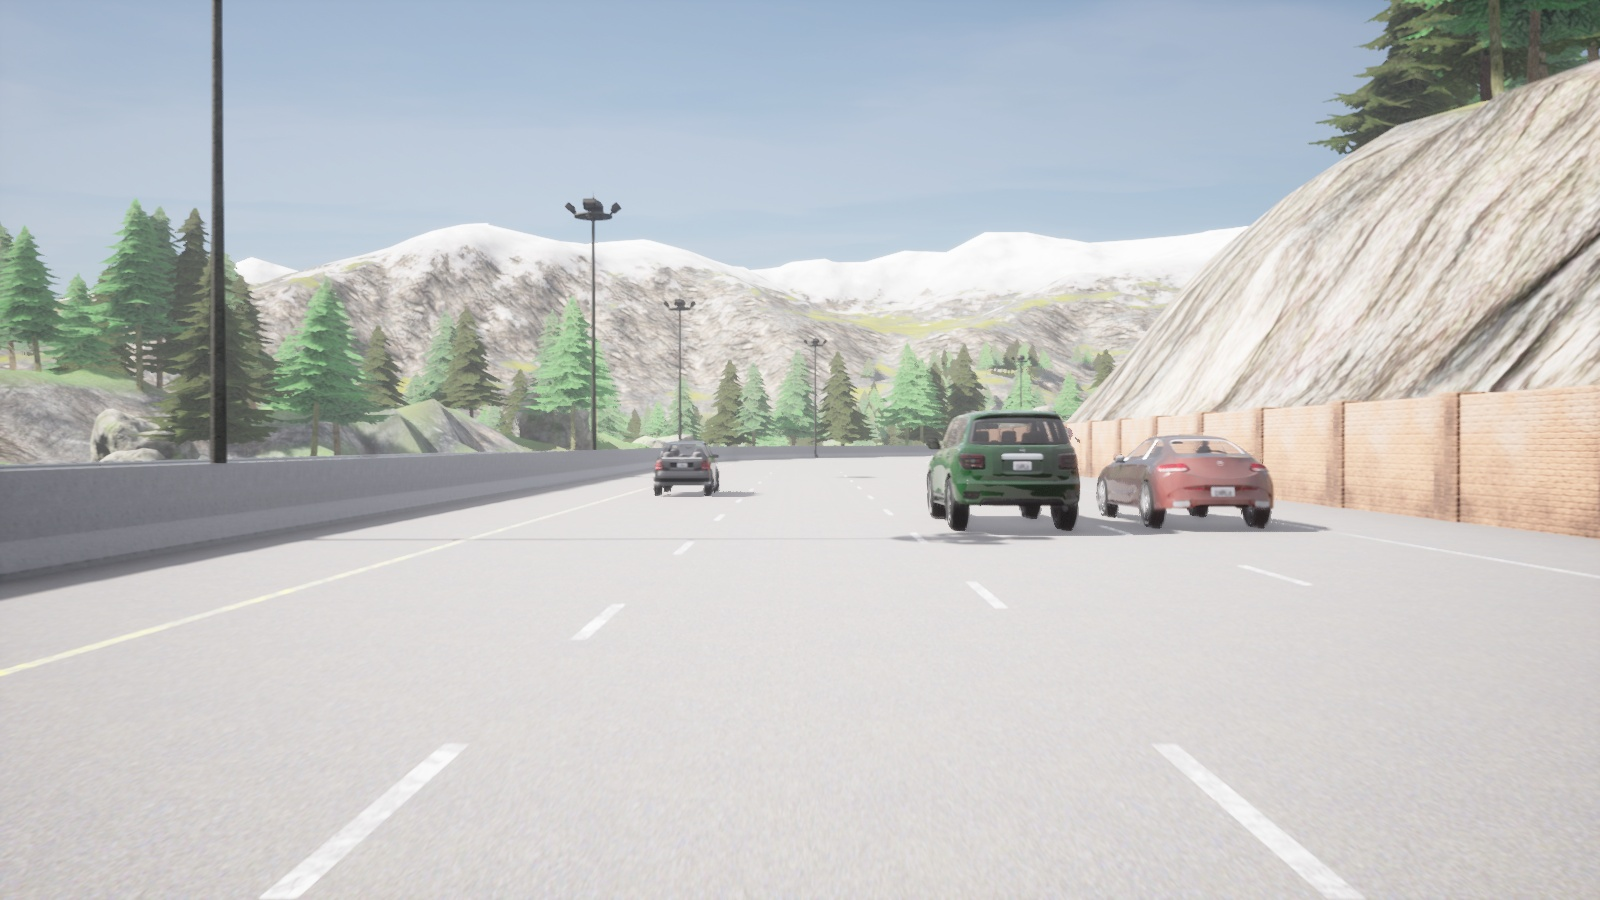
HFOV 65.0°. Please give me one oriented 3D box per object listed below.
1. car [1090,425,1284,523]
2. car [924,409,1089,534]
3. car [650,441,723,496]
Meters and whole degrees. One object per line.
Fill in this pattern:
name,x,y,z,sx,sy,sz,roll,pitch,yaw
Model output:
car,7.131,0.396,23.765,2.152,1.651,5.027,0,0,0
car,3.629,0.337,23.196,2.150,2.045,5.566,0,0,0
car,-3.304,0.512,37.129,1.789,1.549,3.705,0,0,0
